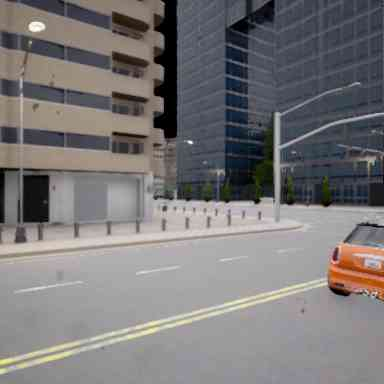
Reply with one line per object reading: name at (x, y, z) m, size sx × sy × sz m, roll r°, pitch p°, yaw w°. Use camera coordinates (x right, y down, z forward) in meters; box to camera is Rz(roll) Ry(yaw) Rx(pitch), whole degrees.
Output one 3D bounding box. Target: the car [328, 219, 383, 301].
car at (5.128, 1.373, 7.451) m, size 4.553 × 1.767 × 2.097 m, roll 0°, pitch 0°, yaw -35°
